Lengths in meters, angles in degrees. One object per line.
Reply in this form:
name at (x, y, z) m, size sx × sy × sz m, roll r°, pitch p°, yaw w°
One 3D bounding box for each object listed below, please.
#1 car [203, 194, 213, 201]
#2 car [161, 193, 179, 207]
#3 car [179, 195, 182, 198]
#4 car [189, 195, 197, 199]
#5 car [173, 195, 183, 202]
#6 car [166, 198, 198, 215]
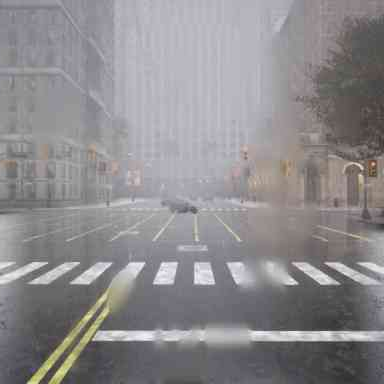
car at (3.717, 1.280, 78.527) m, size 2.097 × 1.767 × 4.553 m, roll 0°, pitch 0°, yaw 1°
car at (-3.564, 1.222, 51.914) m, size 2.150 × 2.045 × 5.566 m, roll 0°, pitch 0°, yaw 0°
car at (-3.411, 1.507, 68.151) m, size 1.837 × 1.490 × 4.892 m, roll 0°, pitch 0°, yaw 1°
car at (0.217, 1.449, 78.594) m, size 2.128 × 1.511 × 4.902 m, roll 0°, pitch 0°, yaw 1°
car at (-3.281, 1.478, 78.818) m, size 1.882 × 1.535 × 5.008 m, roll 0°, pitch 0°, yaw 1°
car at (-0.942, 1.601, 33.890) m, size 1.895 × 1.301 × 4.718 m, roll 0°, pitch 0°, yaw -18°
